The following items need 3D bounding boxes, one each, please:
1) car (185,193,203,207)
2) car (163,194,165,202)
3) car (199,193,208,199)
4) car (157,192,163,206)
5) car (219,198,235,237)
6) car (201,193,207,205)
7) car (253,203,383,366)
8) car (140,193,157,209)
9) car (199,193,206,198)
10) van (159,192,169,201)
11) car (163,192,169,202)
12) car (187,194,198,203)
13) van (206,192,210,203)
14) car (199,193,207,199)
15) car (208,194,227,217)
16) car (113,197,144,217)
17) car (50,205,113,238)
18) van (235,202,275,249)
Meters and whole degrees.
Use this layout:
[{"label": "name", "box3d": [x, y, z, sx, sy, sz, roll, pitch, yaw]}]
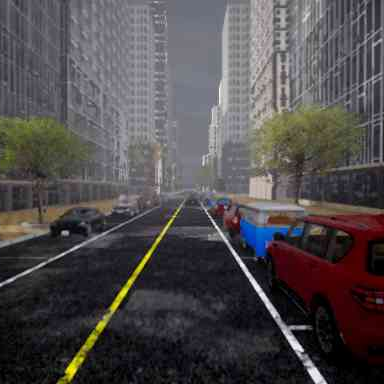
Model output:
[{"label": "car", "box3d": [0.101, 1.271, 44.953, 1.994, 1.385, 4.181, 0, 0, 0]}, {"label": "car", "box3d": [-5.698, 1.247, 51.225, 1.802, 1.307, 4.206, -1, 0, 0]}, {"label": "car", "box3d": [2.735, 1.038, 79.642, 1.947, 1.339, 4.313, -1, 0, 0]}, {"label": "car", "box3d": [-5.700, 1.018, 45.539, 2.192, 1.841, 5.009, -1, 0, 0]}, {"label": "car", "box3d": [2.682, 1.329, 17.123, 1.967, 1.590, 4.097, -1, 0, 0]}, {"label": "car", "box3d": [2.683, 1.216, 51.225, 2.008, 1.369, 4.403, -1, 0, 0]}, {"label": "car", "box3d": [2.681, 1.277, 5.755, 2.192, 1.841, 5.009, -1, 0, 0]}, {"label": "car", "box3d": [-5.699, 1.180, 39.857, 1.967, 1.590, 4.097, -1, 0, 0]}, {"label": "car", "box3d": [2.812, 0.958, 91.010, 1.947, 1.339, 4.313, -1, 0, 0]}, {"label": "van", "box3d": [-5.700, 0.892, 68.275, 1.690, 1.788, 3.998, -1, 0, 0]}, {"label": "car", "box3d": [-5.698, 1.172, 62.593, 1.802, 1.307, 4.206, -1, 0, 0]}, {"label": "car", "box3d": [0.098, 1.105, 61.345, 1.837, 1.490, 4.892, 0, 1, 0]}, {"label": "van", "box3d": [2.680, 1.119, 34.172, 1.690, 1.788, 3.998, -1, 0, 0]}, {"label": "car", "box3d": [2.794, 1.014, 85.325, 1.802, 1.307, 4.206, -1, 0, 0]}, {"label": "car", "box3d": [2.681, 1.255, 28.490, 1.967, 1.590, 4.097, -1, 0, 0]}, {"label": "car", "box3d": [-5.698, 1.366, 28.490, 2.008, 1.369, 4.403, -1, 0, 0]}, {"label": "car", "box3d": [-5.698, 1.455, 17.123, 1.947, 1.339, 4.313, -1, 0, 0]}, {"label": "van", "box3d": [2.681, 1.267, 11.438, 1.690, 1.788, 3.998, -1, 0, 0]}]
